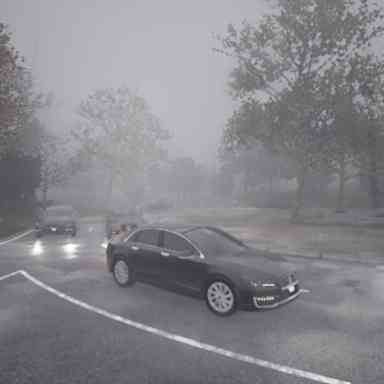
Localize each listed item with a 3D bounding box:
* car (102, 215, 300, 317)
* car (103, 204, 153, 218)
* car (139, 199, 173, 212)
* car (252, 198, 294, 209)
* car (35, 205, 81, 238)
[{"bbox_3d":[-0.027,1.503,7.611,4.892,1.490,1.837,0,0,41],"label":"car"},{"bbox_3d":[-3.604,1.561,17.497,1.994,1.385,4.181,0,0,-20],"label":"car"},{"bbox_3d":[-4.177,1.484,36.494,2.128,1.511,4.902,0,0,37],"label":"car"},{"bbox_3d":[10.327,1.449,42.025,5.357,1.411,2.033,0,0,-5],"label":"car"},{"bbox_3d":[-7.154,1.504,18.011,1.837,1.490,4.892,0,0,-15],"label":"car"}]
